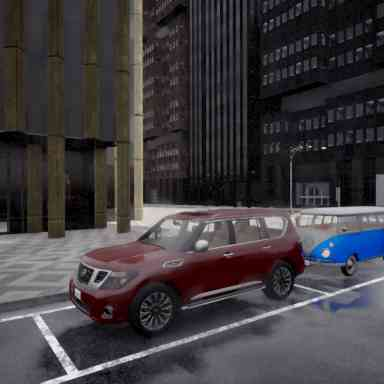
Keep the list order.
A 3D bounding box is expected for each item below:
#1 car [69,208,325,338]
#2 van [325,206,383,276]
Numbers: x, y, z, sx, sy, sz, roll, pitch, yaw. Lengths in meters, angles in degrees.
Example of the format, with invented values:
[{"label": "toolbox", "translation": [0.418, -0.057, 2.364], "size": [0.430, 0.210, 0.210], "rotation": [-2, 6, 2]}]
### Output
[{"label": "car", "translation": [0.208, 1.315, 6.809], "size": [5.009, 1.841, 2.192], "rotation": [0, 0, -36]}, {"label": "van", "translation": [4.704, 1.341, 10.020], "size": [3.998, 1.788, 1.690], "rotation": [0, 0, -36]}]
